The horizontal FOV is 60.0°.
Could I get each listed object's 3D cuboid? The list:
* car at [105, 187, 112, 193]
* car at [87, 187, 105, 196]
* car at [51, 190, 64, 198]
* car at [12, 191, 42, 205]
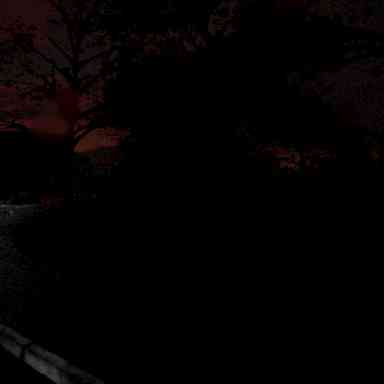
[{"bbox_3d":[-18.479,-0.385,71.351,1.895,1.301,4.718,0,2,-3],"label":"car"},{"bbox_3d":[-17.878,0.016,60.921,1.837,1.490,4.892,0,2,-3],"label":"car"},{"bbox_3d":[-20.714,0.375,52.850,1.895,1.301,4.718,0,2,-3],"label":"car"},{"bbox_3d":[-20.003,0.645,40.468,1.882,1.535,5.008,0,2,-3],"label":"car"}]
